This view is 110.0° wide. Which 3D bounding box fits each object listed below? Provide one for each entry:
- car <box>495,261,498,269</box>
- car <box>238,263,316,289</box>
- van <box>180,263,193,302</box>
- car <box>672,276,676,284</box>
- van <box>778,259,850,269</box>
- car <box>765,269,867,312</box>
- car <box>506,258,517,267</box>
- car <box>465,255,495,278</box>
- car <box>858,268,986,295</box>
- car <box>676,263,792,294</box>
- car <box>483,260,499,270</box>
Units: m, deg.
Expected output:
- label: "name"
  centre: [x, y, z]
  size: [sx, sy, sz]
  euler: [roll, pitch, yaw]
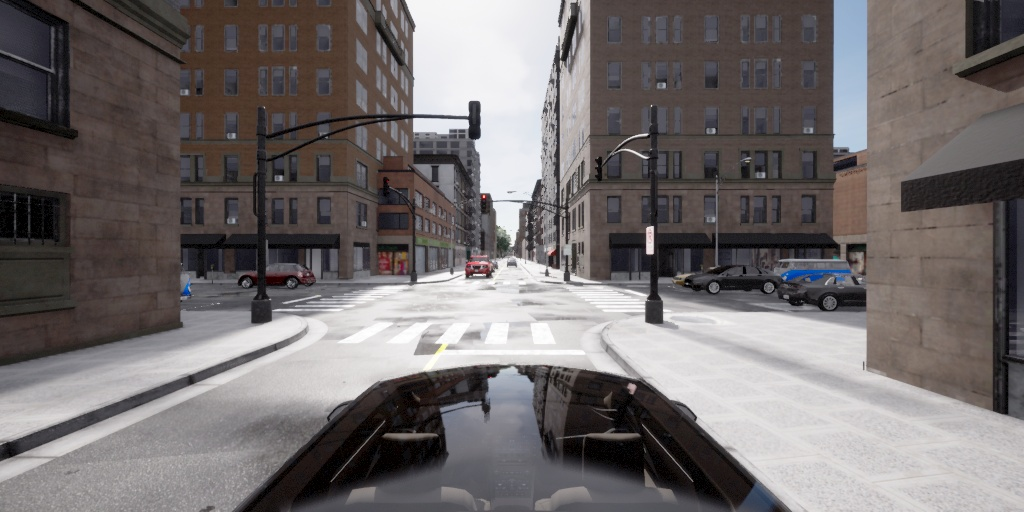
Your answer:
- label: "car"
  centre: [-3.117, 1.259, 44.062]
  size: [1.812, 1.442, 4.674]
  euler: [0, 0, 0]
- label: "car"
  centre: [-14.611, 1.172, 22.287]
  size: [4.097, 1.591, 1.967]
  euler: [0, 0, 1]
- label: "van"
  centre: [-14.678, 1.089, 13.761]
  size: [3.998, 1.789, 1.690]
  euler: [0, 0, 1]
- label: "car"
  centre: [12.413, 1.264, 22.017]
  size: [4.829, 1.417, 1.751]
  euler: [0, 0, 1]
- label: "van"
  centre: [18.253, 1.081, 21.959]
  size: [3.998, 1.789, 1.690]
  euler: [0, 0, 1]
- label: "car"
  centre: [12.516, 1.305, 13.490]
  size: [4.403, 1.370, 2.007]
  euler: [0, 0, 1]
- label: "car"
  centre: [-0.026, 1.260, 63.766]
  size: [2.033, 1.411, 5.357]
  euler: [0, 0, 0]
- label: "car"
  centre: [-3.111, 0.962, 34.225]
  size: [2.150, 2.045, 5.566]
  euler: [0, 0, 0]
- label: "car"
  centre: [21.955, 1.346, 19.352]
  size: [4.718, 1.301, 1.895]
  euler: [0, 0, 1]
- label: "car"
  centre: [11.921, 1.248, 19.465]
  size: [4.892, 1.490, 1.837]
  euler: [0, 0, -1]
- label: "car"
  centre: [-3.106, 1.288, 54.056]
  size: [1.994, 1.385, 4.181]
  euler: [0, 0, 1]
